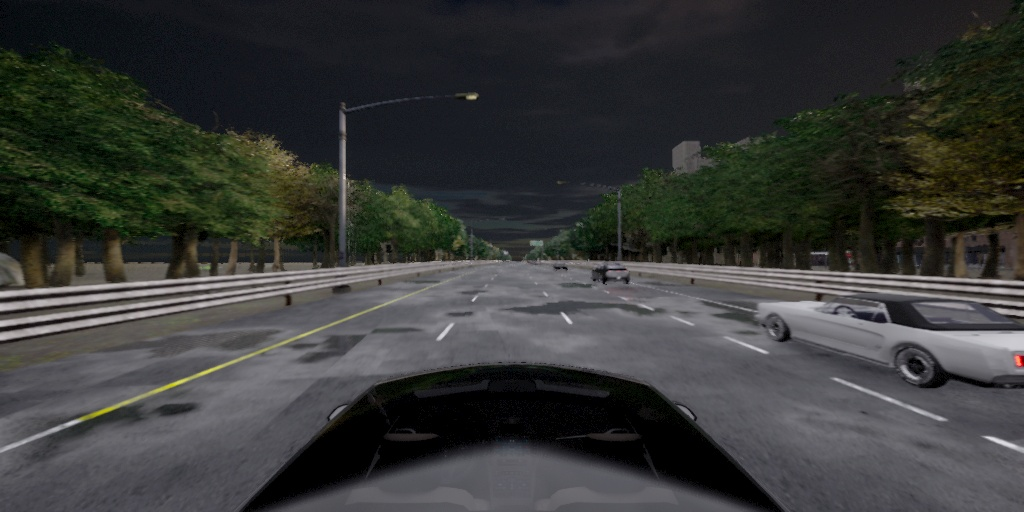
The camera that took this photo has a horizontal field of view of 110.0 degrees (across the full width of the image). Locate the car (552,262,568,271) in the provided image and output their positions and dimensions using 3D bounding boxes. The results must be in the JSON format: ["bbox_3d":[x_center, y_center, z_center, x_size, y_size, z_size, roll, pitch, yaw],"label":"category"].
[{"bbox_3d":[7.117,1.511,53.968,1.895,1.301,4.718,0,-1,0],"label":"car"}]

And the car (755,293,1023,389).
[{"bbox_3d":[6.993,1.351,6.794,1.895,1.301,4.718,0,0,0],"label":"car"}]

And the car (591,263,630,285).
[{"bbox_3d":[7.018,1.248,25.970,2.128,1.511,4.902,0,0,0],"label":"car"}]
